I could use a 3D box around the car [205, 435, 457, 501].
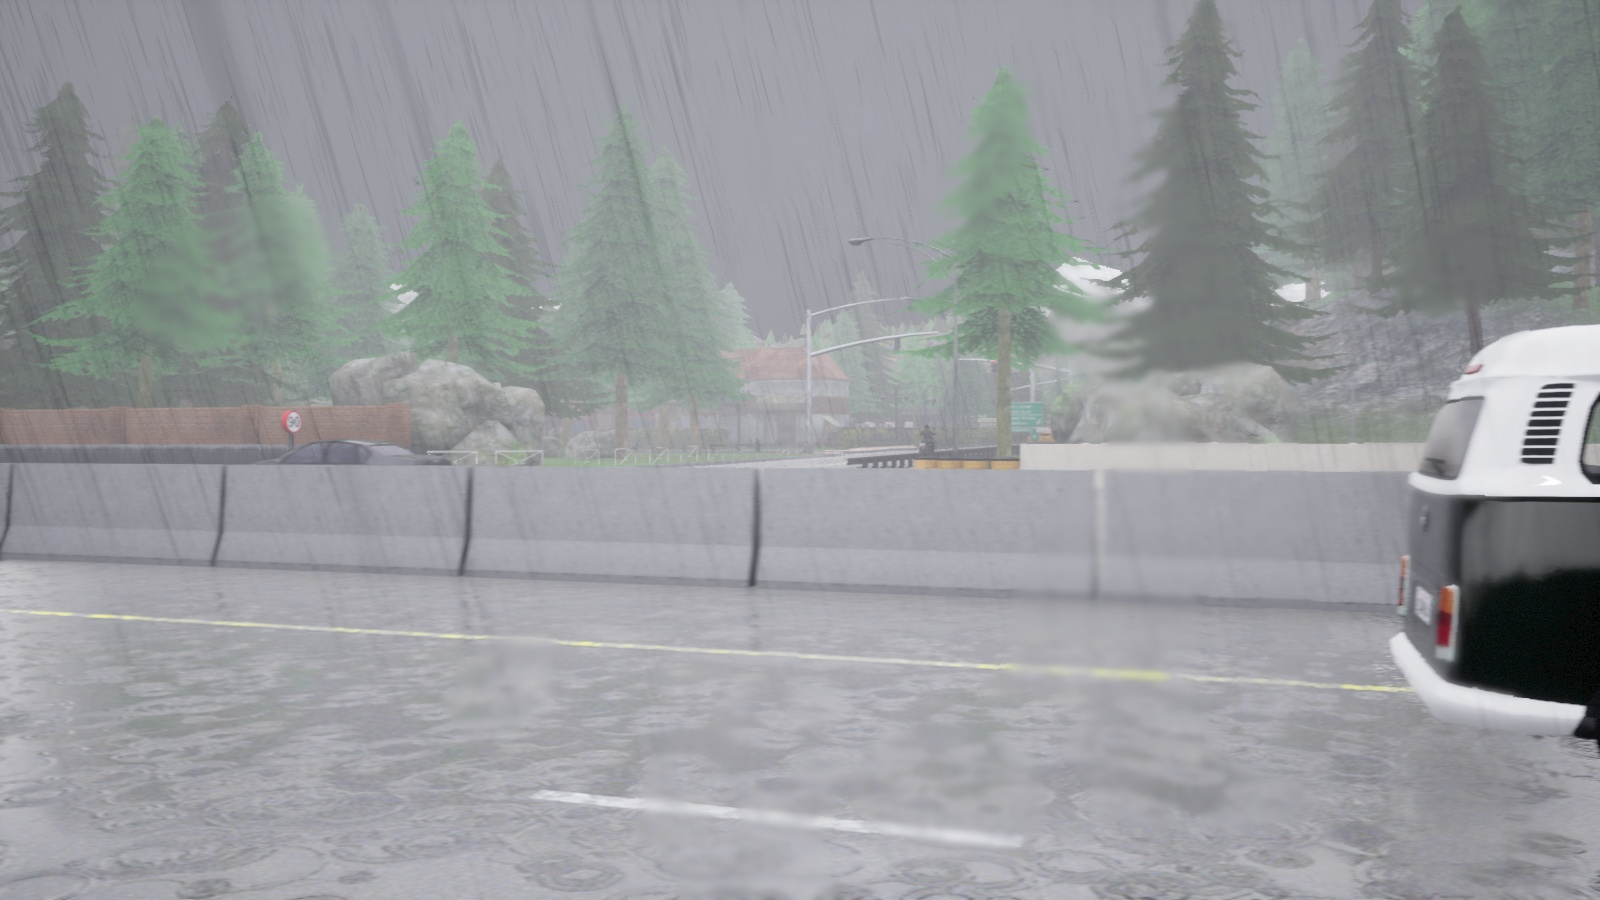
[{"bbox_3d":[-10.807,0.371,28.984,5.357,1.411,2.033,1,1,19],"label":"car"}]

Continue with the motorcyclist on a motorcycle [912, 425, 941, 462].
[{"bbox_3d":[5.805,-0.318,57.529,0.766,1.649,2.350,1,1,19],"label":"motorcyclist on a motorcycle"}]

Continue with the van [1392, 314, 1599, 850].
[{"bbox_3d":[5.038,0.490,5.186,4.480,2.038,2.069,0,1,19],"label":"van"}]

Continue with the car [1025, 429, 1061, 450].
[{"bbox_3d":[17.930,-0.804,92.438,1.882,1.535,5.008,1,1,19],"label":"car"}]
